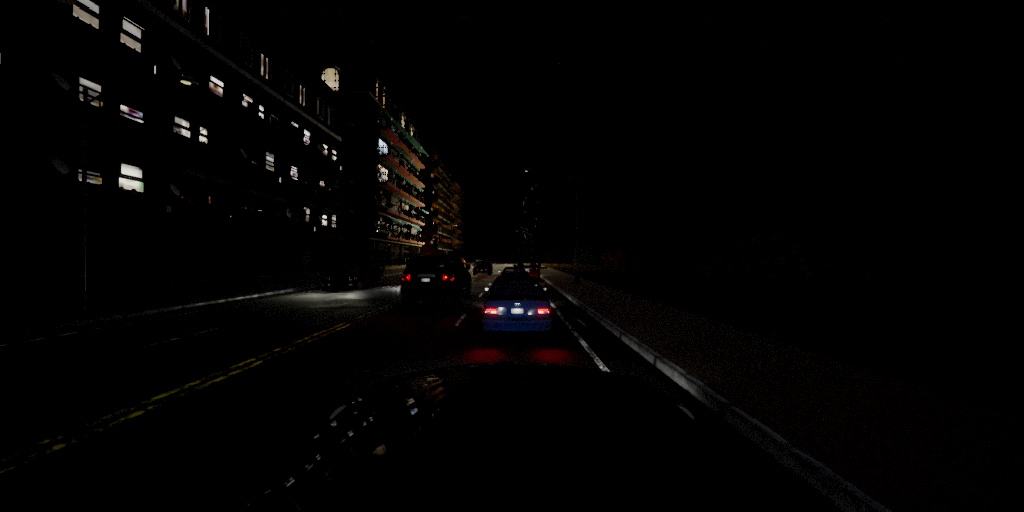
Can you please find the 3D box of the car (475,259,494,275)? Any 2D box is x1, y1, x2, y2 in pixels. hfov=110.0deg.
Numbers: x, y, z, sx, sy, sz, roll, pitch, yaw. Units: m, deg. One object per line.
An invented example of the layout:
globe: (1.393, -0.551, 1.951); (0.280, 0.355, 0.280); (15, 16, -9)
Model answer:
car: (-3.078, 1.246, 38.777); (2.128, 1.511, 4.902); (0, 0, 0)

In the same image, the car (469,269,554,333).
car: (0.119, 1.299, 10.655); (2.033, 1.411, 5.357); (0, 0, 0)

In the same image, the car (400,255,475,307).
car: (-3.125, 0.972, 15.729); (2.150, 2.045, 5.566); (0, 0, 0)

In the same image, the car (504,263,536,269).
car: (0.131, 1.317, 20.988); (1.994, 1.385, 4.181); (0, 0, 1)

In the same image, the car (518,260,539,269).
car: (1.192, 1.105, 29.922); (2.097, 1.767, 4.553); (0, 0, 0)

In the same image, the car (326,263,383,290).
car: (-9.810, 1.231, 22.725); (1.882, 1.535, 5.008); (0, 0, 0)
